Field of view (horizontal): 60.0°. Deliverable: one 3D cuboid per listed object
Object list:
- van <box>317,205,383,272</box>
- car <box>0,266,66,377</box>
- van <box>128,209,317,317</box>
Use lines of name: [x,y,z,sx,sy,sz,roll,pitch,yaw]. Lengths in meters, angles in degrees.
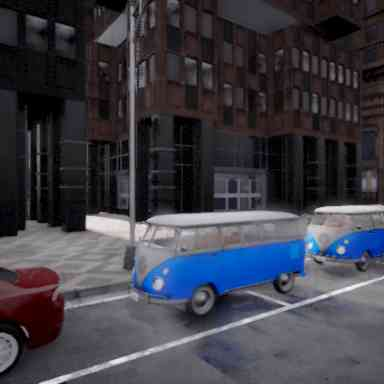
van: [5.270,1.317,10.407,3.998,1.788,1.690,0,0,-35]
car: [-3.878,1.547,3.882,4.507,1.381,1.887,0,0,-35]
van: [0.695,1.330,7.144,3.998,1.788,1.690,0,0,-35]
